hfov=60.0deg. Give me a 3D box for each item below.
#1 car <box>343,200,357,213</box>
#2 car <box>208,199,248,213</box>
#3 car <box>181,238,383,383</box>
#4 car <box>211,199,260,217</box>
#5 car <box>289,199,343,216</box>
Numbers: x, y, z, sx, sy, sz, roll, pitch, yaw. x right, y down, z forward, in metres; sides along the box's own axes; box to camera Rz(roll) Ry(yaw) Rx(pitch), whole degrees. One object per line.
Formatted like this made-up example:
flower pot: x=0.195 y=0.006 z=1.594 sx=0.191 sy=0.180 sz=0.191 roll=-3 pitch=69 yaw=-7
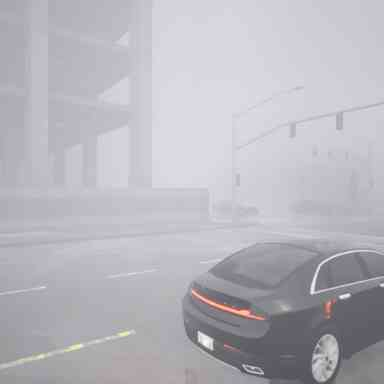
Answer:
car: x=14.820 y=1.491 z=35.260 sx=2.128 sy=1.511 sz=4.902 roll=0 pitch=0 yaw=-36
car: x=4.037 y=1.525 z=37.874 sx=1.812 sy=1.442 sz=4.674 roll=0 pitch=0 yaw=-36
car: x=2.143 y=1.505 z=5.317 sx=4.892 sy=1.490 sz=1.837 roll=0 pitch=0 yaw=-35
car: x=4.172 y=1.600 z=31.720 sx=1.895 sy=1.301 sz=4.718 roll=0 pitch=0 yaw=-36
car: x=11.983 y=1.504 z=33.210 sx=1.837 sy=1.490 sz=4.892 roll=0 pitch=0 yaw=-36
